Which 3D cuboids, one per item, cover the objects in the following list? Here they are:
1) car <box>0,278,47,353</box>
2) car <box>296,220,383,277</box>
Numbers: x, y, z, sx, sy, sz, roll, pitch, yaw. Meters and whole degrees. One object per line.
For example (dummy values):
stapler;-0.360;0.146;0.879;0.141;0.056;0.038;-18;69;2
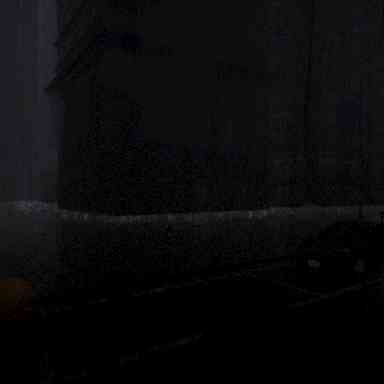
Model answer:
car;-4.254;1.524;3.617;4.829;1.417;1.752;0;0;-35
car;5.069;1.565;10.267;4.313;1.339;1.947;0;0;-35
